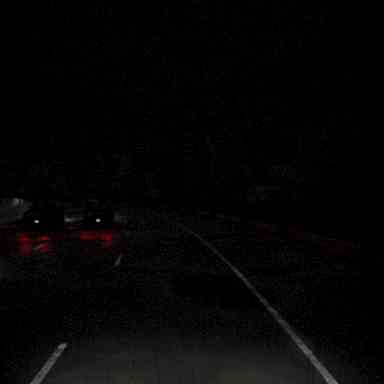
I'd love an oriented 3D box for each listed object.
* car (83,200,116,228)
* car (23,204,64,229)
[{"bbox_3d":[-6.318,1.527,22.867,2.128,1.511,4.902,0,0,-12],"label":"car"},{"bbox_3d":[-9.718,1.536,22.053,2.128,1.511,4.902,0,0,-12],"label":"car"}]
